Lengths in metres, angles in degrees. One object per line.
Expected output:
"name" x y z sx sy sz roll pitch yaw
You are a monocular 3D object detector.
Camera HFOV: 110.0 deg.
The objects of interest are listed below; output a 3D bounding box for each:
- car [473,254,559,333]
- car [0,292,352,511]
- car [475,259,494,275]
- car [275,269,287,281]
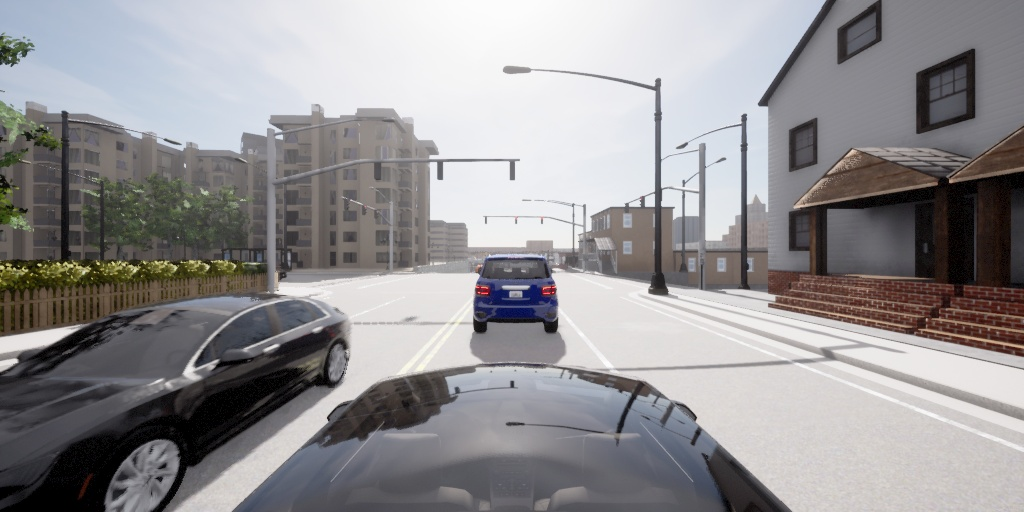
"car" 0.103 0.971 10.918 2.150 2.045 5.566 0 0 0
"car" -3.588 1.255 4.111 1.837 1.490 4.892 0 0 0
"car" -3.549 1.506 46.939 2.097 1.767 4.553 1 -5 0
"car" -20.339 1.255 28.125 4.892 1.490 1.837 0 0 1
